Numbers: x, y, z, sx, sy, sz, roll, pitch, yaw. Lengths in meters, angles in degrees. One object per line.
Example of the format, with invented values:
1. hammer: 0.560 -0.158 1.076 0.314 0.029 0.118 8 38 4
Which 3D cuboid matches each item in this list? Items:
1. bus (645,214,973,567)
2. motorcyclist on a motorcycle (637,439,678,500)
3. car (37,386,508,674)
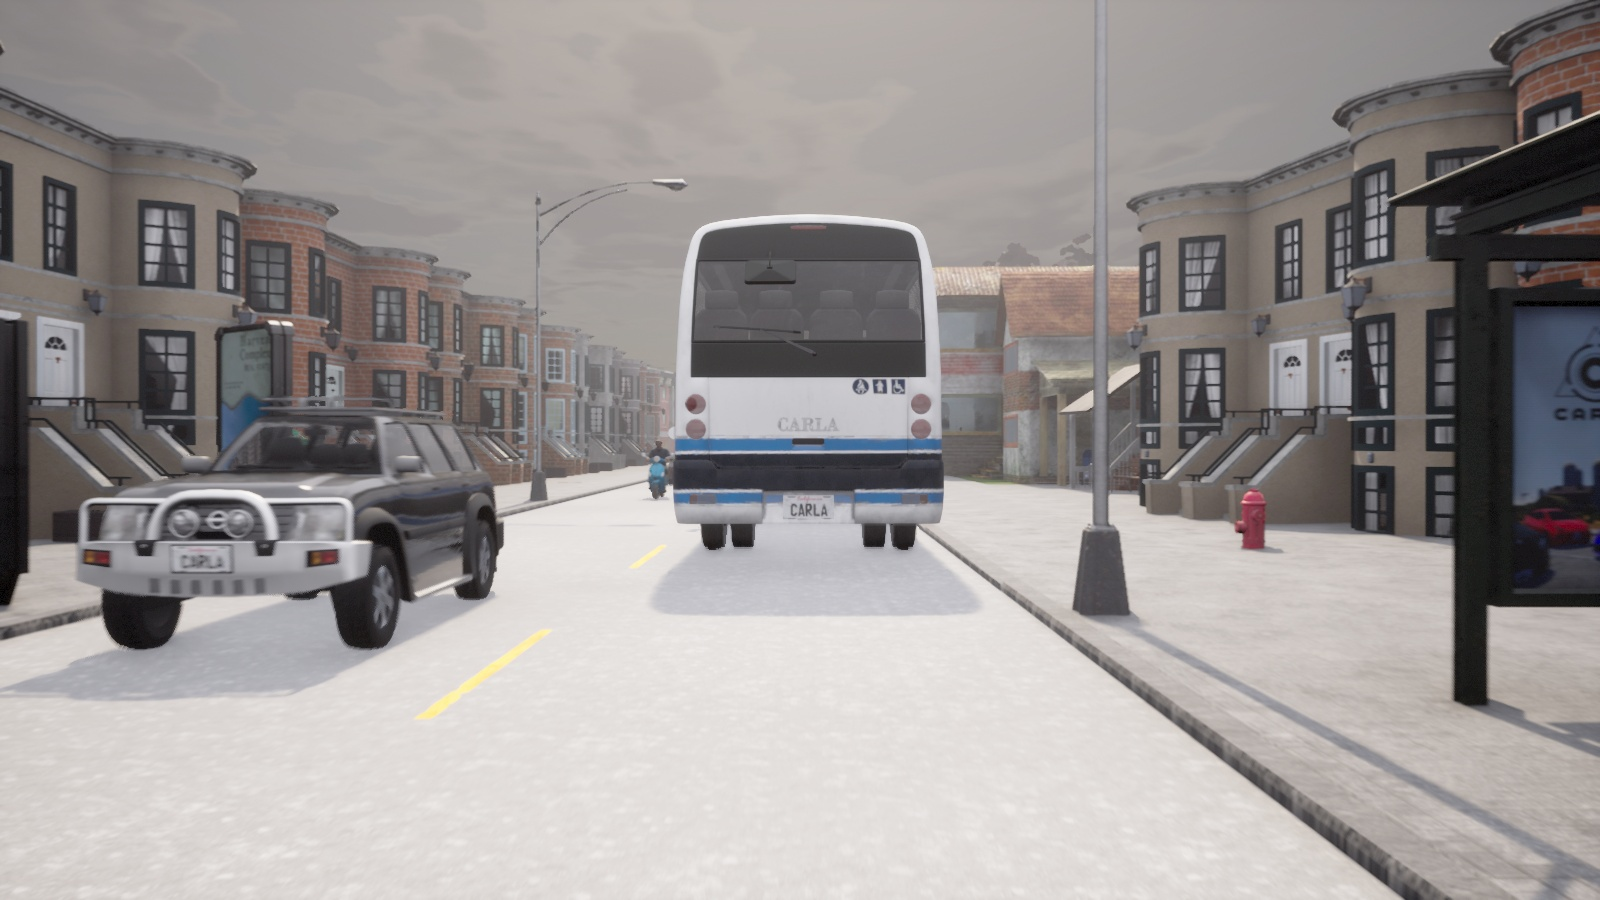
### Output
1. bus: 0.134 -0.744 20.269 3.944 4.253 10.273 0 0 0
2. motorcyclist on a motorcycle: -3.791 0.508 33.497 0.866 1.590 1.817 0 0 0
3. car: -3.925 0.502 10.373 1.932 1.855 4.605 0 0 0
